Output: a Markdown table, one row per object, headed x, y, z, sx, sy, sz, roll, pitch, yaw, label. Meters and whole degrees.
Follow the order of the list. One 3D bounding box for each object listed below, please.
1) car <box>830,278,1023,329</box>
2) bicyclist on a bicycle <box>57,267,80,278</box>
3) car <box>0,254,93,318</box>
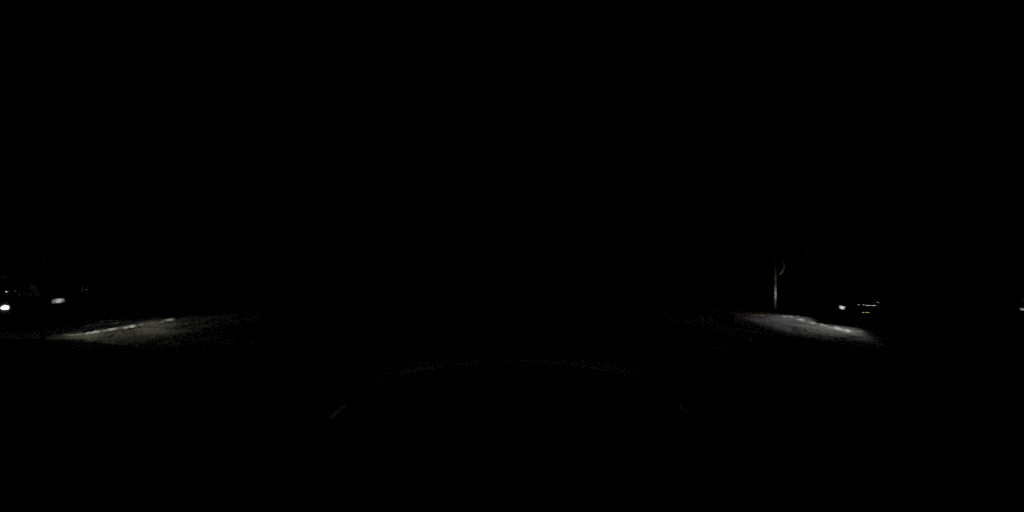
| x | y | z | sx | sy | sz | roll | pitch | yaw | label |
| --- | --- | --- | --- | --- | --- | --- | --- | --- | --- |
| 13.171 | 1.465 | 11.499 | 4.892 | 1.490 | 1.837 | 1 | 0 | 4 | car |
| -21.364 | 1.167 | 17.132 | 0.582 | 1.620 | 1.656 | 0 | 0 | 4 | bicyclist on a bicycle |
| -16.077 | 0.941 | 10.746 | 5.566 | 2.045 | 2.150 | 0 | 0 | 4 | car |
